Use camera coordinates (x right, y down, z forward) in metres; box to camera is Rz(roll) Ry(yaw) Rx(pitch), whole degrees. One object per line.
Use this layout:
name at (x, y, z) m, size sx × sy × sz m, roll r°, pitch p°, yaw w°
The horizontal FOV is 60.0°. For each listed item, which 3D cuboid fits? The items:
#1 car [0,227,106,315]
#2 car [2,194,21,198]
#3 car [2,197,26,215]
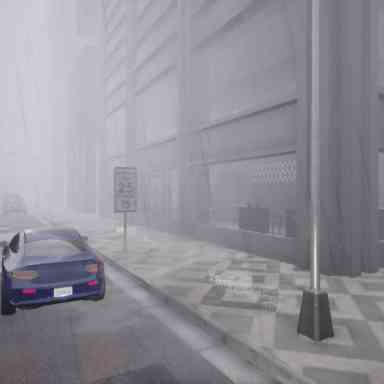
car at (-3.307, 1.527, 7.641) m, size 1.812 × 1.442 × 4.674 m, roll 0°, pitch 0°, yaw -29°
car at (-23.089, 1.236, 42.900) m, size 2.150 × 2.045 × 5.566 m, roll 0°, pitch 0°, yaw -29°
car at (-17.925, 1.558, 33.791) m, size 2.033 × 1.411 × 5.357 m, roll 0°, pitch 0°, yaw -29°
